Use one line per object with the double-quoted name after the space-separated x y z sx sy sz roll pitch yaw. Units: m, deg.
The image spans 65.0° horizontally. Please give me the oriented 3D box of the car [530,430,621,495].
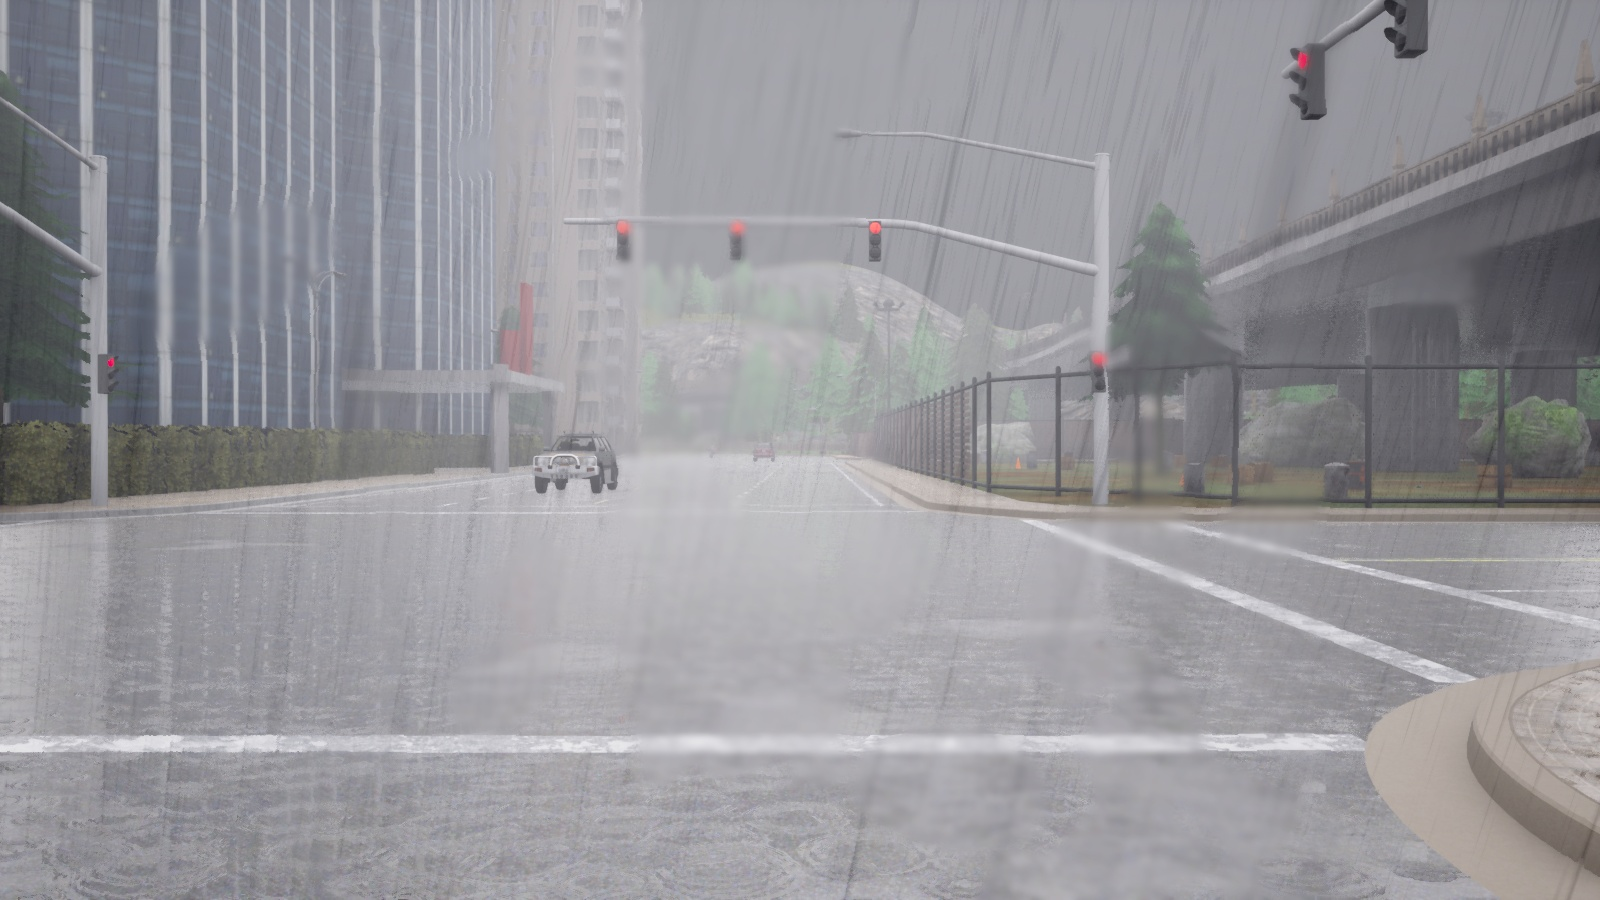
-6.765 0.341 38.320 1.932 1.855 4.605 0 0 0 "car"
